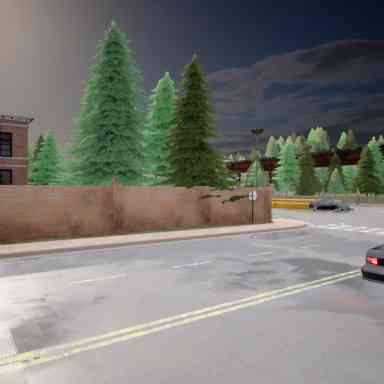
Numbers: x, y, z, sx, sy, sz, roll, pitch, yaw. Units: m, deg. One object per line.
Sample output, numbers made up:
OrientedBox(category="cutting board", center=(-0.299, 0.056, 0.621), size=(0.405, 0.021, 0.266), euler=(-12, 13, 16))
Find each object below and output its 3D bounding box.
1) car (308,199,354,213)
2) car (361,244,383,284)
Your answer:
OrientedBox(category="car", center=(15.300, 1.490, 36.768), size=(2.128, 1.511, 4.902), euler=(0, 0, -35))
OrientedBox(category="car", center=(6.323, 1.547, 8.239), size=(5.357, 1.411, 2.033), euler=(0, 0, -35))
